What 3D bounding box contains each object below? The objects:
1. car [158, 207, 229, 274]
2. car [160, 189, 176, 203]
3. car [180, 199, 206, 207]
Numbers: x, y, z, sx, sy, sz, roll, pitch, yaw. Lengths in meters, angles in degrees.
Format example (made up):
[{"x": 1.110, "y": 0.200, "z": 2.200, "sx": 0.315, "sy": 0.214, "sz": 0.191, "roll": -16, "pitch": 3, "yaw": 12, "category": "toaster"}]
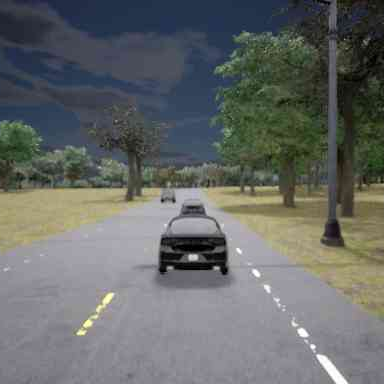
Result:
[{"x": 0.064, "y": 1.433, "z": 10.520, "sx": 1.882, "sy": 1.535, "sz": 5.008, "roll": 0, "pitch": 0, "yaw": 1, "category": "car"}, {"x": -3.560, "y": 0.621, "z": 50.514, "sx": 2.150, "sy": 2.045, "sz": 5.566, "roll": 0, "pitch": 1, "yaw": 0, "category": "car"}, {"x": 0.075, "y": 1.307, "z": 26.614, "sx": 1.837, "sy": 1.490, "sz": 4.892, "roll": 0, "pitch": 1, "yaw": 0, "category": "car"}]
